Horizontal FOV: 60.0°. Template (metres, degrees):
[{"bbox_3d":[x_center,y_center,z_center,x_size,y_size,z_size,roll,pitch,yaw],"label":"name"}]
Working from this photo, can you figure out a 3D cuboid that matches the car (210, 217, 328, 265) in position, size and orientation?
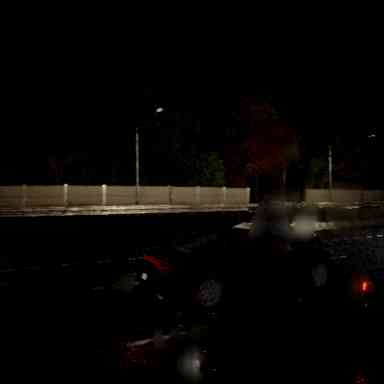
[{"bbox_3d":[3.008,1.764,12.935,4.181,1.385,1.994,0,-1,-27],"label":"car"}]

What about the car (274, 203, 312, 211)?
[{"bbox_3d":[12.183,2.044,37.564,4.902,1.511,2.128,0,-1,-27],"label":"car"}]

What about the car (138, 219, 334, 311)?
[{"bbox_3d":[1.211,1.609,8.071,5.008,1.535,1.882,0,-1,-27],"label":"car"}]

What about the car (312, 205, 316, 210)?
[{"bbox_3d":[15.271,2.057,35.216,4.181,1.385,1.994,0,-1,-27],"label":"car"}]

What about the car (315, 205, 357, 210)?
[{"bbox_3d":[14.031,2.026,30.645,4.718,1.301,1.895,0,-1,-27],"label":"car"}]

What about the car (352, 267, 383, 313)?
[{"bbox_3d":[5.348,1.675,6.266,4.718,1.301,1.895,0,-1,-27],"label":"car"}]

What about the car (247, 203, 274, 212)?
[{"bbox_3d":[8.871,2.117,39.796,4.892,1.490,1.837,0,-1,-27],"label":"car"}]
